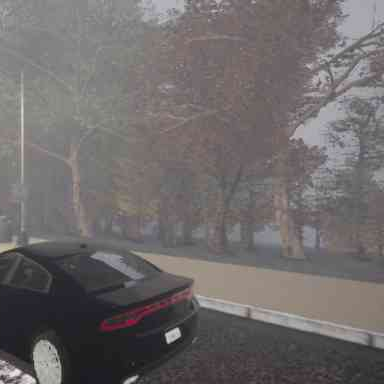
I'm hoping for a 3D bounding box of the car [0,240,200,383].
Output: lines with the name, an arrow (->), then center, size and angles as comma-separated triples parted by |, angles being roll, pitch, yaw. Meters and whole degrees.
car -> -2.230, 1.522, 5.279 | 5.008, 1.535, 1.882 | -1, 0, 36
